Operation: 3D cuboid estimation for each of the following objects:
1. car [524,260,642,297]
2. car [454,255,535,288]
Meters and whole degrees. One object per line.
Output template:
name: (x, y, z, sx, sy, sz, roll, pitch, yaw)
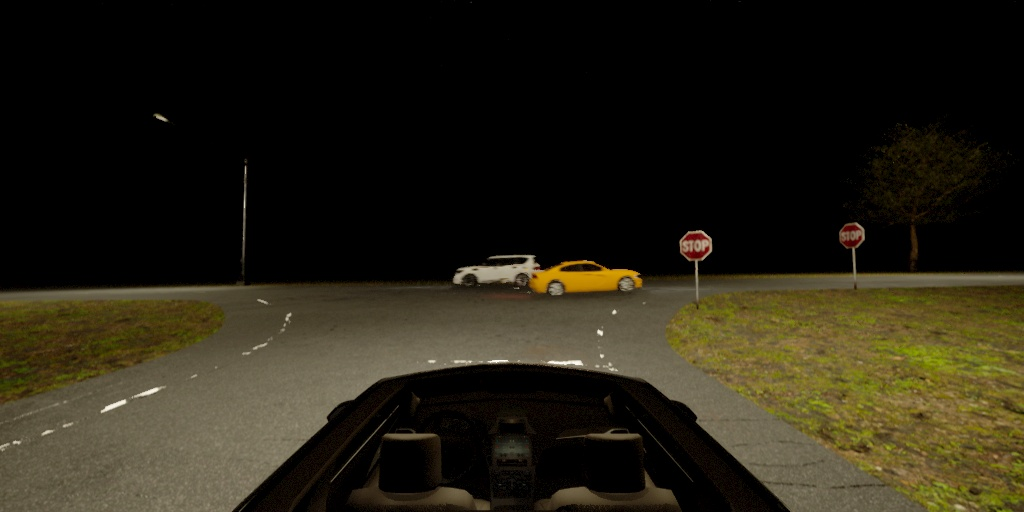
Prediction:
car: (3.276, 0.962, 16.328, 5.008, 1.535, 1.882, -3, -1, -1)
car: (-0.914, 1.005, 23.286, 5.566, 2.045, 2.150, -2, -1, -1)
